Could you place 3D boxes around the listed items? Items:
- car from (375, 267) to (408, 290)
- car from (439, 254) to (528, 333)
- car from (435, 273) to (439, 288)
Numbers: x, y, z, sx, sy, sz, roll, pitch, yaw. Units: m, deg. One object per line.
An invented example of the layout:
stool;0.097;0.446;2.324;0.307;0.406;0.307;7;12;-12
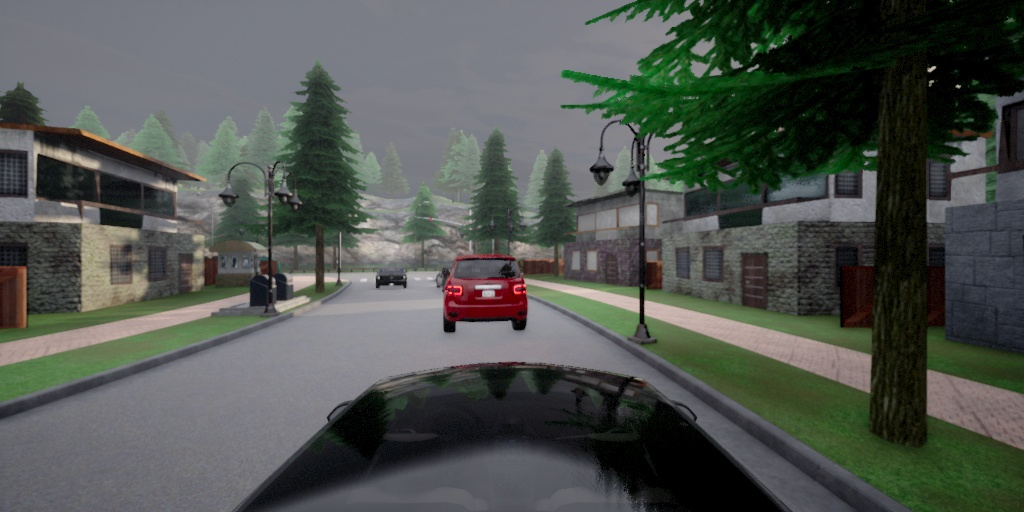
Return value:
car;-7.757;1.357;23.108;1.895;1.301;4.718;0;0;-19
car;-0.952;0.974;11.025;2.150;2.045;5.566;0;0;-9
car;-3.368;1.302;21.208;2.033;1.411;5.357;0;0;-18
